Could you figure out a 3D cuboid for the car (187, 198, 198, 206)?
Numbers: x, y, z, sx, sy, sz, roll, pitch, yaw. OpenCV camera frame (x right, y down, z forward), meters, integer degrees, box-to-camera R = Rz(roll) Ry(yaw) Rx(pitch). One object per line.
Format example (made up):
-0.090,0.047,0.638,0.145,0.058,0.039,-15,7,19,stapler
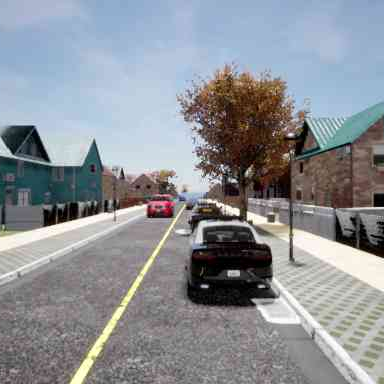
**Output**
0.118,1.757,62.058,1.994,1.385,4.181,0,0,0,car

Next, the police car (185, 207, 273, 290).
0.843,1.429,9.250,1.930,1.638,5.238,0,0,0,police car

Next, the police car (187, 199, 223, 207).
0.861,1.436,19.250,1.930,1.638,5.238,0,0,0,police car

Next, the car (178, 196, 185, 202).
-2.584,1.844,87.552,1.882,1.535,5.008,0,0,0,car

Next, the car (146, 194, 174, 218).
-2.792,1.241,30.449,2.150,2.045,5.566,0,0,0,car

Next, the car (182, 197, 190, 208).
0.113,1.641,45.053,2.033,1.411,5.357,0,0,1,car
